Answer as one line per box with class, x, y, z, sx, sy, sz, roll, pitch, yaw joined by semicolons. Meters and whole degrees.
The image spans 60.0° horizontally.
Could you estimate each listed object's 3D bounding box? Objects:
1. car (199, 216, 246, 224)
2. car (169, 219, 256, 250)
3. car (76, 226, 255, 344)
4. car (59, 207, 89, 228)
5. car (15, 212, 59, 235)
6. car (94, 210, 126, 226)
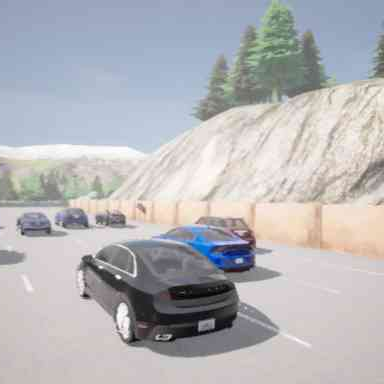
car;1.078;1.971;16.844;2.097;1.767;4.553;3;-2;-32
car;0.077;1.900;11.822;1.882;1.535;5.008;3;-2;-32
car;-1.049;1.736;6.995;1.837;1.490;4.892;3;-2;-32
car;-10.459;2.093;28.692;2.097;1.767;4.553;3;-2;-32
car;-10.893;2.075;22.764;2.033;1.411;5.357;3;-2;-32
car;-7.643;2.374;30.777;2.128;1.511;4.902;3;-2;-32
